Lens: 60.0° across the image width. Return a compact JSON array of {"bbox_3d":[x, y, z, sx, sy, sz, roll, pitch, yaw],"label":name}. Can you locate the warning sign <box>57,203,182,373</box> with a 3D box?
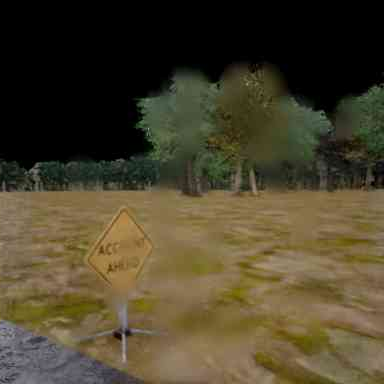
[{"bbox_3d":[-0.963,1.113,4.593,1.060,1.860,1.300,0,0,35],"label":"warning sign"}]
